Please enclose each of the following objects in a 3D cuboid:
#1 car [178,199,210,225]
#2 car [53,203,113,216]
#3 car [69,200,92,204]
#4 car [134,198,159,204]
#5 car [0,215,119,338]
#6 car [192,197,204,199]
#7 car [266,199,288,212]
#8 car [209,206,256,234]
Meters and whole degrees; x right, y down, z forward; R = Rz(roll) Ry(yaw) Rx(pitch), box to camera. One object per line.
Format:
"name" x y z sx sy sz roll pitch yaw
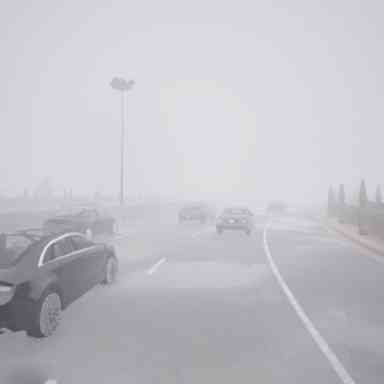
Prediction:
"car" 0.457 1.490 24.364 2.128 1.511 4.902 0 0 16
"car" -5.167 1.475 16.076 1.837 1.490 4.892 0 0 11
"car" -13.148 1.585 38.934 1.895 1.301 4.718 0 0 22
"car" -6.240 1.557 46.160 1.812 1.442 4.674 0 0 25
"car" -2.957 1.471 6.586 2.128 1.511 4.902 0 0 5
"car" 0.848 1.561 53.325 1.882 1.535 5.008 0 -1 25
"car" 10.039 1.592 39.278 1.812 1.442 4.674 0 0 24
"car" 2.640 1.549 19.429 2.033 1.411 5.357 0 0 14
